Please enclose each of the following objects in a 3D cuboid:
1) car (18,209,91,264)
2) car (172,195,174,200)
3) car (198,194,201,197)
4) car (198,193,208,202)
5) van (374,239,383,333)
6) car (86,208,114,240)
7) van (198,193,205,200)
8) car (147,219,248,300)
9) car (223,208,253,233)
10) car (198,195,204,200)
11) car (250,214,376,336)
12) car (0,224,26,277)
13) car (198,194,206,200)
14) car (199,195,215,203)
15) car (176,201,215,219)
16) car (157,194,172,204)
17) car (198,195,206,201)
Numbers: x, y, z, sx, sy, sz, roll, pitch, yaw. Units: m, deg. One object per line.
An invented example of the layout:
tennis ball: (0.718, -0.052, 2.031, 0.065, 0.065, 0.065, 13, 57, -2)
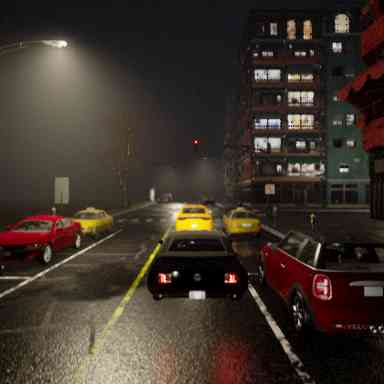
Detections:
car: (-5.305, 1.540, 11.785, 1.887, 1.381, 4.507, 1, 0, 0)
car: (-5.296, 1.289, 66.762, 2.192, 1.841, 5.009, 1, 0, 0)
car: (2.582, 1.538, 72.906, 1.947, 1.339, 4.313, 1, 0, 0)
car: (2.585, 1.286, 78.567, 2.192, 1.841, 5.009, 1, 0, 0)
van: (2.576, 1.341, 1.112, 1.690, 1.788, 3.998, 1, 0, 0)
car: (-5.304, 1.518, 17.151, 1.752, 1.417, 4.829, 1, 0, 0)
van: (2.586, 1.309, 89.889, 1.690, 1.788, 3.998, 1, 0, 0)
car: (0.102, 1.597, 8.300, 1.895, 1.301, 4.718, 0, 0, 0)
car: (2.576, 1.518, 17.917, 1.752, 1.417, 4.829, 1, 0, 0)
car: (2.585, 1.491, 95.720, 1.752, 1.417, 4.829, 1, 0, 0)
car: (2.576, 1.437, 6.658, 1.967, 1.590, 4.097, 1, 0, 0)
car: (-5.306, 1.548, 6.249, 2.008, 1.369, 4.403, 1, 0, 0)
car: (2.580, 1.558, 61.583, 1.802, 1.307, 4.206, 1, 0, 0)
car: (2.579, 1.531, 50.261, 2.008, 1.369, 4.403, 1, 0, 0)
car: (0.104, 1.470, 18.417, 1.882, 1.535, 5.008, 0, 0, 0)
car: (-5.298, 1.416, 61.108, 1.967, 1.590, 4.097, 1, 0, 0)
car: (2.583, 1.535, 84.228, 1.947, 1.339, 4.313, 1, 0, 0)
